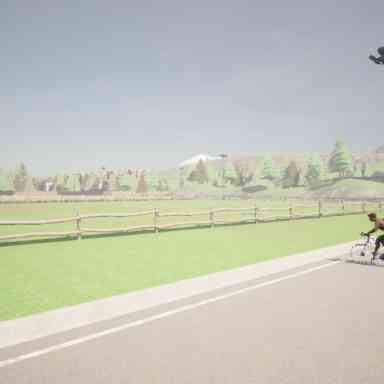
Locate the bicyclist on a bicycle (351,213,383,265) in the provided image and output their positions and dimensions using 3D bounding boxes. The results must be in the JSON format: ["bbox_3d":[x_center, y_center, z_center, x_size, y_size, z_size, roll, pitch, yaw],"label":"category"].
[{"bbox_3d":[5.641,1.455,10.029,1.656,1.620,0.582,-3,-2,40],"label":"bicyclist on a bicycle"}]
